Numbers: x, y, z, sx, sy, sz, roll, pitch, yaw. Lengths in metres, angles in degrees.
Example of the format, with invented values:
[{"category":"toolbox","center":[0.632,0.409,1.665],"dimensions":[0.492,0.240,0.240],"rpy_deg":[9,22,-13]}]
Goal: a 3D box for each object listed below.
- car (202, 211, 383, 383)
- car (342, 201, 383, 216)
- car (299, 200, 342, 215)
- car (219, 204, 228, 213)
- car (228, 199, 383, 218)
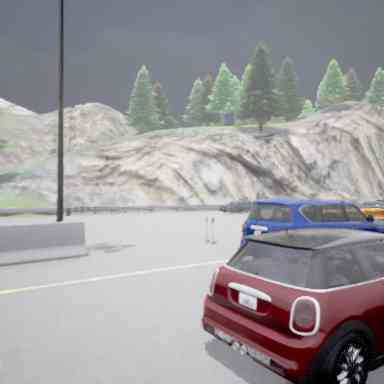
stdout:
[{"category":"car","center":[2.452,1.363,5.256],"dimensions":[4.553,1.767,2.097],"rpy_deg":[0,0,-34]},{"category":"car","center":[17.534,1.654,33.749],"dimensions":[4.181,1.385,1.994],"rpy_deg":[0,0,-26]},{"category":"car","center":[13.903,1.633,35.878],"dimensions":[4.181,1.385,1.994],"rpy_deg":[0,0,-26]},{"category":"car","center":[4.993,1.582,35.300],"dimensions":[4.181,1.385,1.994],"rpy_deg":[0,0,-27]},{"category":"car","center":[4.092,1.240,10.479],"dimensions":[5.566,2.045,2.150],"rpy_deg":[0,0,-32]}]
